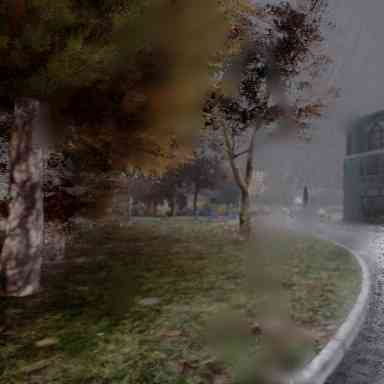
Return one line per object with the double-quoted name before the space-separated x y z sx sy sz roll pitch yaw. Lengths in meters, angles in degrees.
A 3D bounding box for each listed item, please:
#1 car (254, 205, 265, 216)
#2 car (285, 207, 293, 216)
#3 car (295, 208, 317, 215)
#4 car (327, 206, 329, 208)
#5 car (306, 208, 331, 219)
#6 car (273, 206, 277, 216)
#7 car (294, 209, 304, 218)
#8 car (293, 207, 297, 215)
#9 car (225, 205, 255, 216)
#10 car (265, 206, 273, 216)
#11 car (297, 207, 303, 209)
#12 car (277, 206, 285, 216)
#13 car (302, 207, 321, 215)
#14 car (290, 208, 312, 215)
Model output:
"car" 10.583 3.595 64.123 5.566 2.045 2.435 0 -2 22
"car" 18.622 4.154 72.906 5.566 2.045 2.435 0 -3 23
"car" 28.780 4.895 83.721 5.008 1.535 2.097 0 -1 24
"car" 32.739 5.036 88.068 5.366 1.575 1.946 0 -1 24
"car" 21.979 4.036 58.164 1.837 1.490 4.892 0 -3 42
"car" 14.553 4.011 68.535 4.553 1.767 2.185 0 -3 22
"car" 21.392 4.237 61.730 1.895 1.301 4.718 0 -3 42
"car" 20.639 4.398 75.076 4.553 1.767 2.185 0 -2 23
"car" 8.634 3.701 61.883 4.892 1.521 2.231 0 -2 21
"car" 12.624 3.741 66.321 5.566 2.045 2.435 0 -3 22
"car" 22.608 4.661 77.263 4.792 1.488 2.163 0 -2 23
"car" 16.400 4.271 70.774 5.366 1.575 1.946 0 -2 22
"car" 30.816 4.842 85.883 4.553 1.767 2.185 0 -2 24
"car" 26.718 4.819 81.585 4.892 1.521 2.231 0 -2 23
